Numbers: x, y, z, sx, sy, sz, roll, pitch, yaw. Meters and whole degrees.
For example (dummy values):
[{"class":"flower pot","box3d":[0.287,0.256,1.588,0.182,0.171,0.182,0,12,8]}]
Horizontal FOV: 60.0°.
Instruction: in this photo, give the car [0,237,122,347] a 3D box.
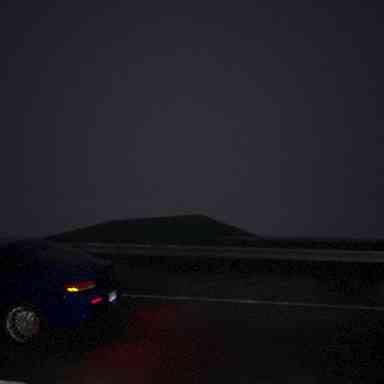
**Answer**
[{"class":"car","box3d":[-3.594,1.562,5.922,4.674,1.442,1.812,0,0,9]}]
